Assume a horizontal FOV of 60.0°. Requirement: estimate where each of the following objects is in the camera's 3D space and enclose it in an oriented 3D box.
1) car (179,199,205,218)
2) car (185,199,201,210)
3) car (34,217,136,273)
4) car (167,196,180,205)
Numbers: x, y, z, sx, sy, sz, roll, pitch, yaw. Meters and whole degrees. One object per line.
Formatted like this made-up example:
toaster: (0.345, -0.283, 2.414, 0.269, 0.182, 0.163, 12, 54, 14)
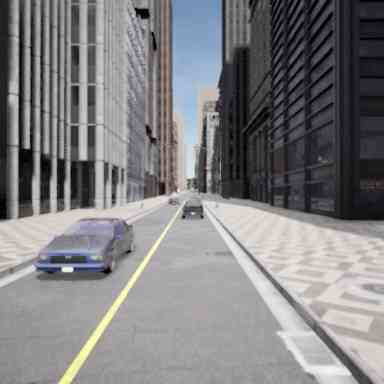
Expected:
car: (0.090, 1.471, 29.256, 1.837, 1.490, 4.892, 0, 1, 0)
car: (0.082, 1.524, 41.744, 1.895, 1.301, 4.718, 0, 0, 0)
car: (-3.090, 1.545, 10.925, 2.033, 1.411, 5.357, 0, 0, 0)
car: (-3.051, 1.412, 56.183, 2.033, 1.411, 5.357, 0, 0, 1)
